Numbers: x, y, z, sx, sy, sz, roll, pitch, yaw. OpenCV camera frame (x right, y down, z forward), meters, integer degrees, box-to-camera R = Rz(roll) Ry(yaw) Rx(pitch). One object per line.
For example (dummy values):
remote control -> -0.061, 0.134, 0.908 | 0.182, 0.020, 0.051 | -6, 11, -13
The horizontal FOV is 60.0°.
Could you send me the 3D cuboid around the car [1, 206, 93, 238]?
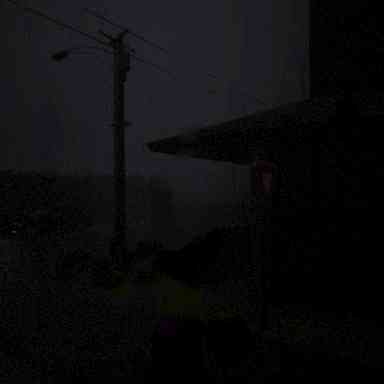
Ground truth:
car -> -8.074, 1.611, 18.973 | 1.882, 1.535, 5.008 | 0, 0, 37
